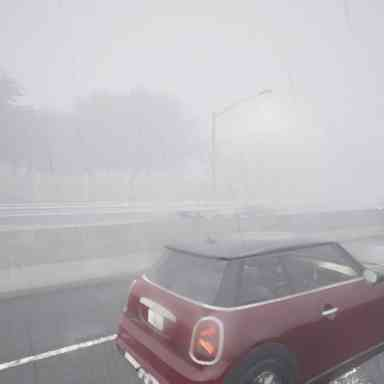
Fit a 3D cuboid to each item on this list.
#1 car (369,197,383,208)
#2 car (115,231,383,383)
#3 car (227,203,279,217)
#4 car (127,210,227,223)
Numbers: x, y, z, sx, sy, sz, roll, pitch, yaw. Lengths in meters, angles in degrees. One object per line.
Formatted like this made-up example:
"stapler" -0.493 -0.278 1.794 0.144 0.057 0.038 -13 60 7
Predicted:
"car" 27.376 1.488 48.068 4.902 1.511 2.128 0 0 -38
"car" 1.351 1.351 4.705 4.553 1.767 2.097 0 0 -35
"car" 4.050 1.542 24.036 5.357 1.411 2.033 0 0 -35
"car" -0.842 1.597 16.276 4.718 1.301 1.895 0 0 -35
